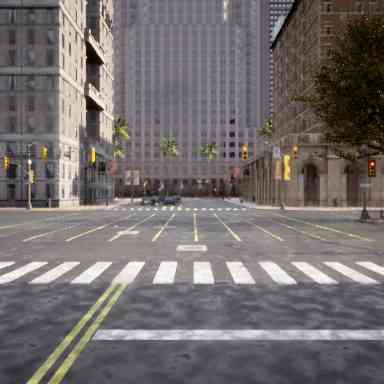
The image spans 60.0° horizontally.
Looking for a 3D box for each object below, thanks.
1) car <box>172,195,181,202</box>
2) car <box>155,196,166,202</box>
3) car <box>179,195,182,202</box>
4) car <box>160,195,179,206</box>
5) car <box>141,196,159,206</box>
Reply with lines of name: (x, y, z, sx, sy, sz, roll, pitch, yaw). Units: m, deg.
car: (-3.443, 1.481, 75.288, 1.837, 1.490, 4.892, 0, 0, 1)
car: (-6.959, 1.534, 73.520, 1.994, 1.385, 4.181, 0, 0, 1)
car: (-3.585, 1.475, 64.876, 2.128, 1.511, 4.902, 0, 0, 1)
car: (-3.655, 1.534, 55.030, 2.033, 1.411, 5.357, 0, 0, 0)
car: (-7.148, 1.478, 54.267, 2.128, 1.511, 4.902, 0, 0, 0)
